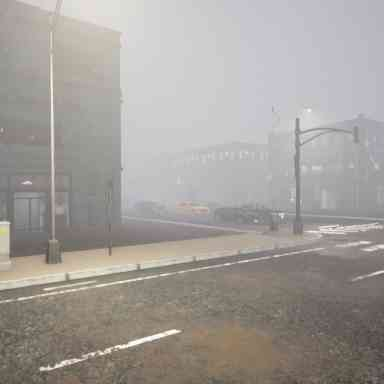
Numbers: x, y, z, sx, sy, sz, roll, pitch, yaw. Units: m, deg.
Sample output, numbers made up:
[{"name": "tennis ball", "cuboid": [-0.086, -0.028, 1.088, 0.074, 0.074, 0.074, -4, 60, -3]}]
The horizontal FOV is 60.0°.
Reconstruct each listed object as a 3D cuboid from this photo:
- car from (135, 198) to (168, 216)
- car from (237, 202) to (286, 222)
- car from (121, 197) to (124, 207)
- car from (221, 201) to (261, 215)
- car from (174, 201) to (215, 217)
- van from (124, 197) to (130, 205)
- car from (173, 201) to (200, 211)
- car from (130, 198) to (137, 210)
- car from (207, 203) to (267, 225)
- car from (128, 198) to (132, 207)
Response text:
[{"name": "car", "cuboid": [-4.433, 1.845, 37.956, 1.967, 1.590, 4.097, -1, 0, -35]}, {"name": "car", "cuboid": [5.686, 1.713, 28.208, 2.128, 1.511, 4.902, -1, 0, -35]}, {"name": "car", "cuboid": [-13.639, 1.939, 65.370, 2.192, 1.841, 5.009, -1, 0, -35]}, {"name": "car", "cuboid": [5.606, 1.809, 38.301, 2.008, 1.369, 4.403, -2, 0, -35]}, {"name": "car", "cuboid": [-0.111, 1.814, 36.372, 1.882, 1.535, 5.008, -1, 0, -36]}, {"name": "van", "cuboid": [-10.431, 1.906, 60.859, 1.690, 1.788, 3.998, -1, 0, -35]}, {"name": "car", "cuboid": [-0.805, 1.965, 47.324, 1.802, 1.307, 4.206, -2, 0, -35]}, {"name": "car", "cuboid": [-6.105, 1.930, 44.821, 1.882, 1.535, 5.008, -1, 0, -35]}, {"name": "car", "cuboid": [3.510, 1.814, 26.575, 1.947, 1.339, 4.313, -1, 0, -35]}, {"name": "car", "cuboid": [-7.630, 1.990, 52.467, 2.128, 1.511, 4.902, -1, 0, -35]}]
